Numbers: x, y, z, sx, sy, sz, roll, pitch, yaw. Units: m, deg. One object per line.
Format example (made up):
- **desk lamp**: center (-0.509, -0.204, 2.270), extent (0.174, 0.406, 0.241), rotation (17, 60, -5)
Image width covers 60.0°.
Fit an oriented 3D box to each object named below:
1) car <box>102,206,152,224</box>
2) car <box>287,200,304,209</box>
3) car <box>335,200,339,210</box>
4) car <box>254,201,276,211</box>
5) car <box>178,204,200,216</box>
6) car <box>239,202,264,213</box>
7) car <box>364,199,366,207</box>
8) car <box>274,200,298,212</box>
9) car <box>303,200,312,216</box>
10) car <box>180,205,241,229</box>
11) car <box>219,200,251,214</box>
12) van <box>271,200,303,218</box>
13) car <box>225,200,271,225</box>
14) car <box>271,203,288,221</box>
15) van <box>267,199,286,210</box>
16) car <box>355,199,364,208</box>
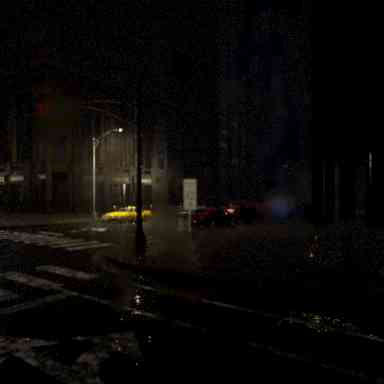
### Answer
- **car**: center (-5.565, 1.894, 28.828), extent (1.752, 1.417, 4.829), rotation (-1, -2, 36)
- **car**: center (20.247, 2.405, 64.858), extent (1.967, 1.590, 4.097), rotation (-1, -2, 36)
- **car**: center (24.862, 2.444, 56.658), extent (1.802, 1.307, 4.206), rotation (-1, -2, 36)
- **car**: center (11.606, 2.208, 52.798), extent (1.967, 1.590, 4.097), rotation (-1, -2, 36)
- **car**: center (0.225, 2.055, 36.909), extent (2.008, 1.369, 4.403), rotation (-1, -2, 36)
- **car**: center (8.762, 2.247, 48.824), extent (1.887, 1.381, 4.507), rotation (-1, -2, 36)
- **car**: center (36.982, 2.698, 73.575), extent (1.947, 1.339, 4.313), rotation (-1, -1, 36)
- **car**: center (14.921, 2.128, 52.662), extent (2.097, 1.767, 4.553), rotation (0, -1, 36)
- **car**: center (13.328, 1.912, 40.524), extent (2.192, 1.841, 5.009), rotation (-1, -2, 36)
- **car**: center (1.460, 1.866, 23.991), extent (1.887, 1.381, 4.507), rotation (-1, -2, 36)
- **car**: center (5.915, 1.952, 44.858), extent (2.192, 1.841, 5.009), rotation (-1, -2, 36)
- **van**: center (10.361, 1.870, 36.391), extent (1.690, 1.788, 3.998), rotation (-1, -2, 36)
- **car**: center (4.426, 1.705, 28.128), extent (2.192, 1.841, 5.009), rotation (-1, -2, 36)
- **car**: center (7.395, 2.042, 32.254), extent (1.802, 1.307, 4.206), rotation (-1, -2, 36)
- **van**: center (14.451, 2.174, 56.772), extent (1.690, 1.788, 3.998), rotation (-1, -2, 36)
- **car**: center (33.951, 2.633, 69.345), extent (1.947, 1.339, 4.313), rotation (-1, -1, 36)
